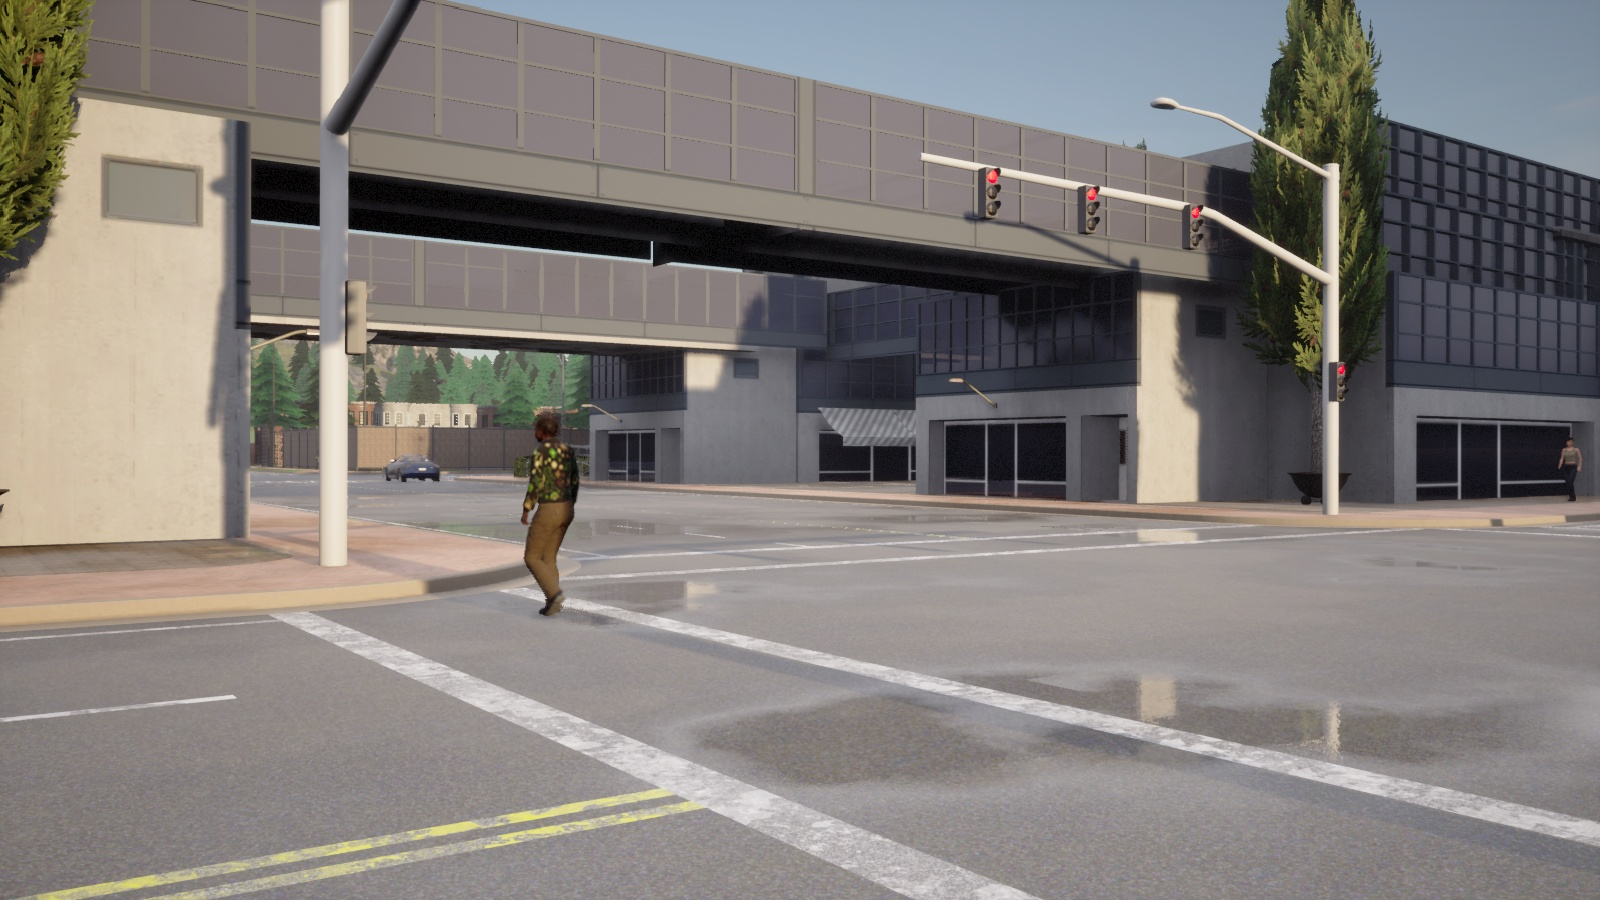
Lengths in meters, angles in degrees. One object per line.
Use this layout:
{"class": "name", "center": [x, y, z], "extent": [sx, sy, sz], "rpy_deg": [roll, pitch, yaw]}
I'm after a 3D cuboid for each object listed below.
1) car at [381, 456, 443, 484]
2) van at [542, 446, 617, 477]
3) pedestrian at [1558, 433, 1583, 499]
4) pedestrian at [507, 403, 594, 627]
{"class": "car", "center": [-19.823, 1.008, 64.057], "extent": [1.994, 1.385, 4.181], "rpy_deg": [0, 0, -32]}
{"class": "van", "center": [-14.273, 0.727, 81.363], "extent": [4.442, 1.987, 1.775], "rpy_deg": [0, 0, -34]}
{"class": "pedestrian", "center": [21.661, 0.444, 35.314], "extent": [0.594, 1.836, 0.345], "rpy_deg": [0, 0, -30]}
{"class": "pedestrian", "center": [-2.227, 0.559, 11.195], "extent": [0.692, 1.930, 0.395], "rpy_deg": [0, 0, 38]}
